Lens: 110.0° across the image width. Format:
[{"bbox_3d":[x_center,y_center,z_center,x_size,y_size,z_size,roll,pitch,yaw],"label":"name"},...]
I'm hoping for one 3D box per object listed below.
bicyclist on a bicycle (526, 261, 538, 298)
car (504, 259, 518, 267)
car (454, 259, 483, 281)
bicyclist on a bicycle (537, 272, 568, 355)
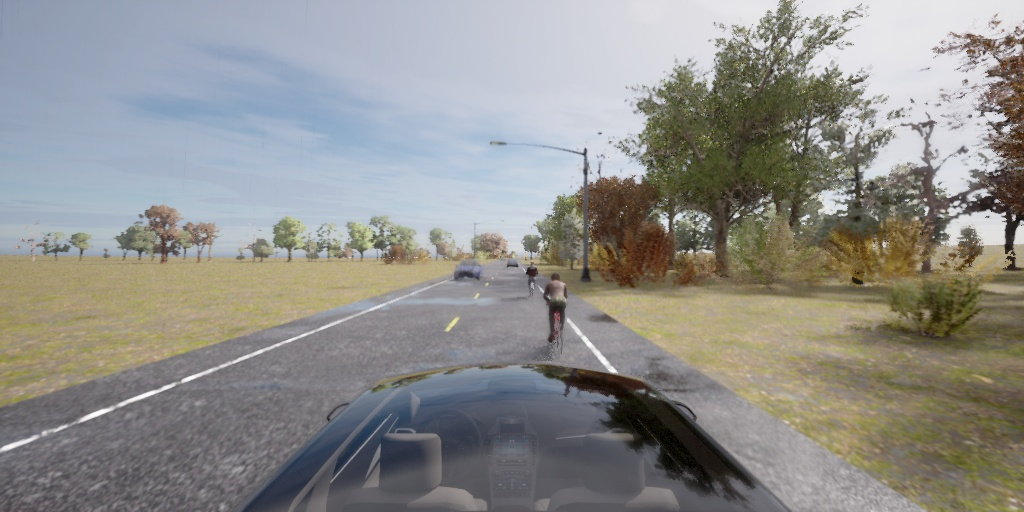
[{"bbox_3d":[0.963,1.121,17.159,0.659,1.776,1.843,0,0,0],"label":"bicyclist on a bicycle"},{"bbox_3d":[0.101,1.314,64.458,1.994,1.385,4.181,0,0,0],"label":"car"},{"bbox_3d":[-3.600,1.102,30.297,2.097,1.767,4.553,0,0,0],"label":"car"},{"bbox_3d":[0.963,1.203,7.770,0.582,1.620,1.656,0,0,0],"label":"bicyclist on a bicycle"}]
